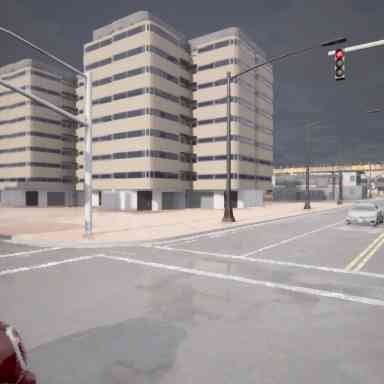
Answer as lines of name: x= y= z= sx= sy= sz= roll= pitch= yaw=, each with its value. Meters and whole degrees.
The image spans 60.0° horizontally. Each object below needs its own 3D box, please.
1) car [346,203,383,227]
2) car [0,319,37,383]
car: x=12.063 y=1.538 z=23.161 sx=1.812 sy=1.442 sz=4.674 roll=0 pitch=0 yaw=35
car: x=-3.250 y=1.349 z=1.520 sx=2.097 sy=1.767 sz=4.553 roll=0 pitch=0 yaw=35
